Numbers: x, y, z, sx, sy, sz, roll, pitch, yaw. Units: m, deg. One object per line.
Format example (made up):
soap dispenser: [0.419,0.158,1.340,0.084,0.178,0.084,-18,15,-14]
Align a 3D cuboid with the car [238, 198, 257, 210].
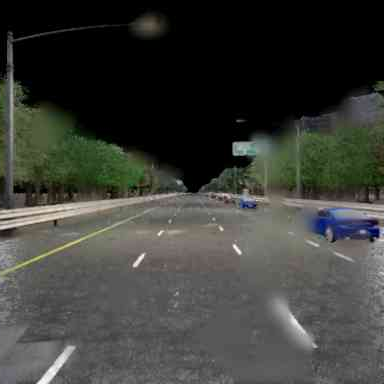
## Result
car: [7.123,1.482,42.811,1.882,1.535,5.008,0,0,0]

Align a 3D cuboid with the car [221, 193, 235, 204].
car: [7.244,1.487,64.340,1.812,1.442,4.674,0,0,0]

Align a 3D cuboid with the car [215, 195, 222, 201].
car: [7.337,1.421,80.318,1.882,1.535,5.008,0,0,0]

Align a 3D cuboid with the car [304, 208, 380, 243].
car: [7.023,1.495,16.147,1.882,1.535,5.008,0,0,0]
